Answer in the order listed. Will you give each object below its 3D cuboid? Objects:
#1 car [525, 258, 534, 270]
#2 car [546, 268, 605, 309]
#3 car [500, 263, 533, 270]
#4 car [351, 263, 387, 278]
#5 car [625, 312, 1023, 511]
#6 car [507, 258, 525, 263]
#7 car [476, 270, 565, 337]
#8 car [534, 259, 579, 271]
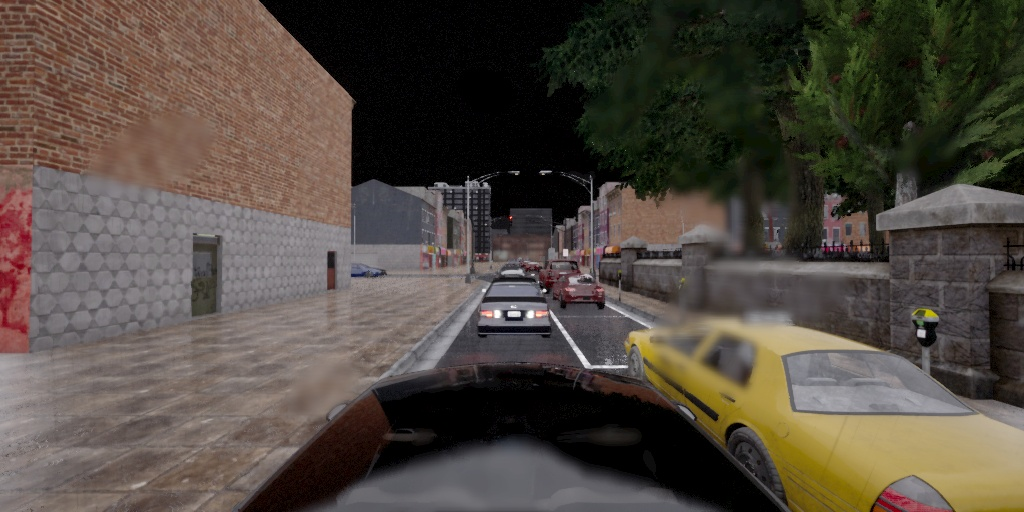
[{"bbox_3d":[2.613,1.356,46.601,1.888,1.381,4.507,0,0,0],"label":"car"},{"bbox_3d":[2.633,1.338,14.723,1.802,1.307,4.207,0,0,0],"label":"car"},{"bbox_3d":[0.015,1.287,19.953,1.812,1.442,4.674,0,0,1],"label":"car"},{"bbox_3d":[-13.936,1.288,31.721,5.357,1.411,2.033,0,-1,-1],"label":"car"},{"bbox_3d":[2.639,1.276,3.995,1.751,1.417,4.829,0,0,0],"label":"car"},{"bbox_3d":[0.120,1.293,43.076,2.128,1.511,4.902,0,0,0],"label":"car"},{"bbox_3d":[0.063,1.300,10.241,2.033,1.411,5.357,0,0,0],"label":"car"},{"bbox_3d":[2.629,1.077,20.172,2.192,1.841,5.009,0,0,0],"label":"car"}]
